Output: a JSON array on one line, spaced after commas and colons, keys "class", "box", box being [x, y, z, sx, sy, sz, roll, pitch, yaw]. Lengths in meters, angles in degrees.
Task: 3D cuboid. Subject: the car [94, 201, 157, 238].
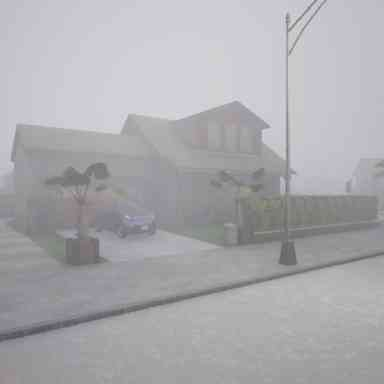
[{"class": "car", "box": [-3.079, 1.173, 15.254, 1.845, 1.501, 3.633, 0, 0, -38]}]
